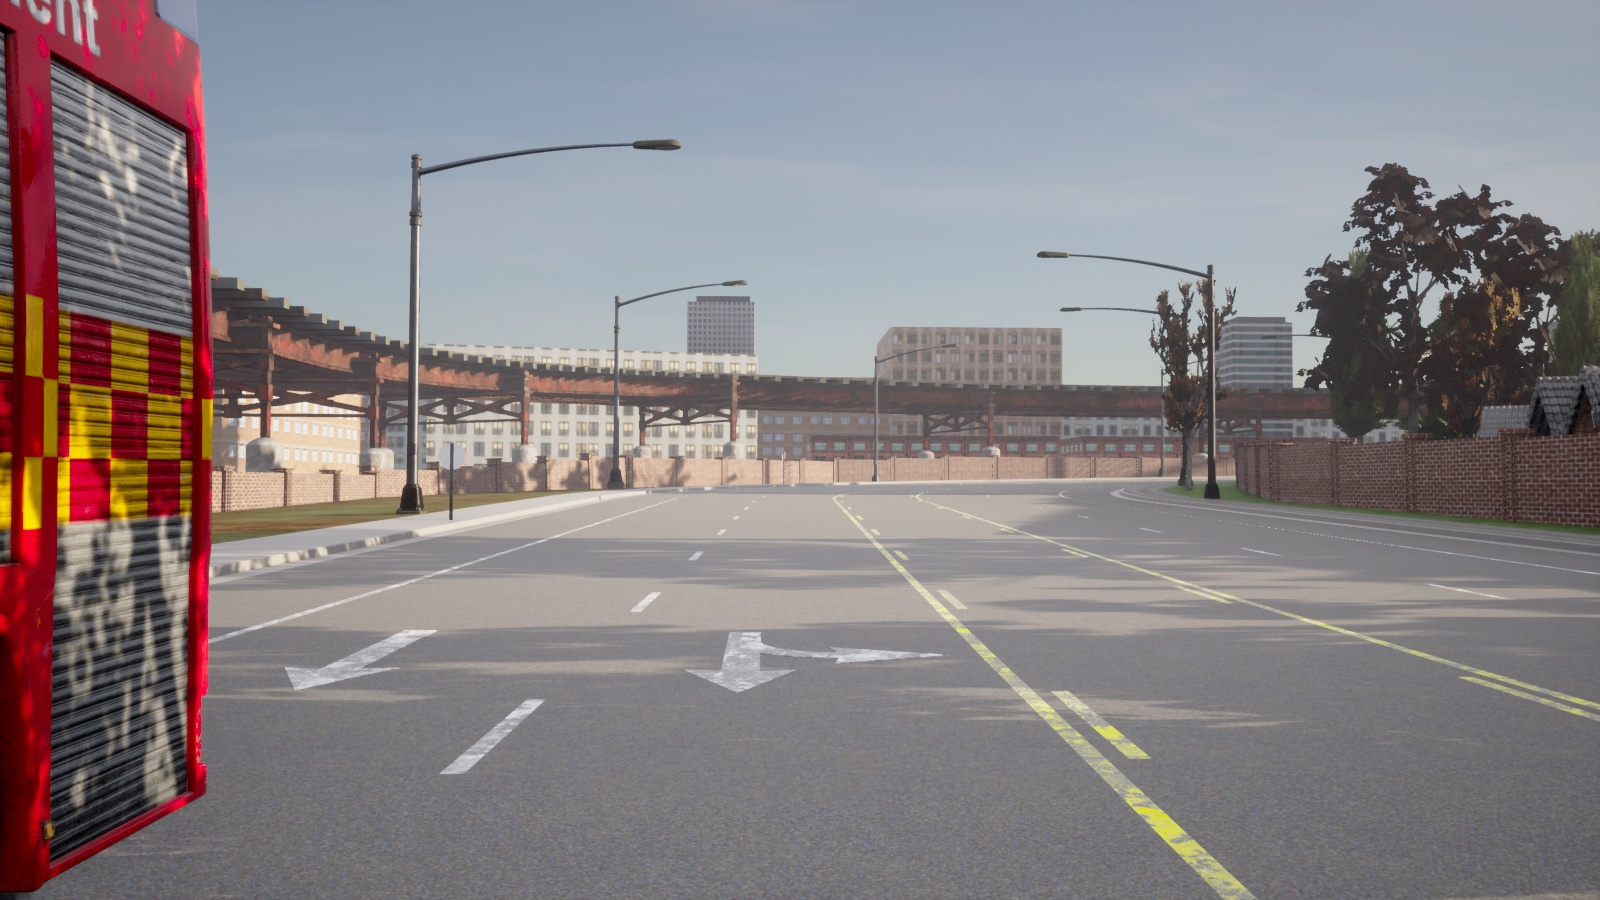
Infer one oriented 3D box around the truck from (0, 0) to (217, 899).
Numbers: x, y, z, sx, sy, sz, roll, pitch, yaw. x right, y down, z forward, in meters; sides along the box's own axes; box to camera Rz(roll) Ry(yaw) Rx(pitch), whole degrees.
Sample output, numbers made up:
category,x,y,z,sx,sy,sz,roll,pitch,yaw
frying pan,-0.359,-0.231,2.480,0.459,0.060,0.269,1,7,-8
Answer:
category,x,y,z,sx,sy,sz,roll,pitch,yaw
truck,-3.504,-0.332,0.213,2.891,3.827,8.468,0,-1,0
